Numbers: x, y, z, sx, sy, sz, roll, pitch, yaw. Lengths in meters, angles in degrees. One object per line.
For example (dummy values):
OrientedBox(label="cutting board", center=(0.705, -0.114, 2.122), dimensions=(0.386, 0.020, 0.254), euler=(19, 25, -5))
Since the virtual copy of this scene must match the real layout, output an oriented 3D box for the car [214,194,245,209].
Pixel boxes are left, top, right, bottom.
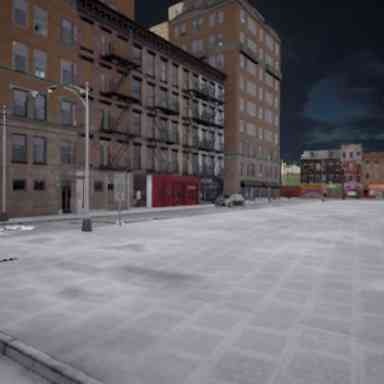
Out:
OrientedBox(label="car", center=(4.511, 0.993, 39.523), dimensions=(2.097, 1.767, 4.553), euler=(1, 1, 36))
